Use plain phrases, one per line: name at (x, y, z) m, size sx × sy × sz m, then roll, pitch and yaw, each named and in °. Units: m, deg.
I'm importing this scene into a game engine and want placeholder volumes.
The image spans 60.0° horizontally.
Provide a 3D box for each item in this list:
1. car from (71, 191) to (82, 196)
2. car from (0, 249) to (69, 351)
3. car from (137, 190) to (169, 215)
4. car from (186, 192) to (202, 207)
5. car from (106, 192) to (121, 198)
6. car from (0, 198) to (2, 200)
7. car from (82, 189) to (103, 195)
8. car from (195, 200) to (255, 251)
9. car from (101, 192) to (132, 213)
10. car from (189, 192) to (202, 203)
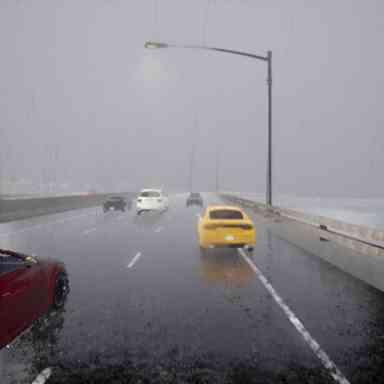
car at (-23.479, 0.546, 69.061) m, size 1.882 × 1.535 × 5.008 m, roll 0°, pitch 1°, yaw 2°
car at (-3.409, 1.490, 4.893) m, size 1.994 × 1.385 × 4.181 m, roll 0°, pitch 1°, yaw 0°
car at (-3.306, 0.813, 28.720) m, size 2.150 × 2.045 × 5.566 m, roll 0°, pitch 1°, yaw 1°
car at (0.320, 1.045, 39.322) m, size 1.895 × 1.301 × 4.718 m, roll 0°, pitch 1°, yaw 1°
car at (-16.436, 0.643, 70.163) m, size 1.895 × 1.301 × 4.718 m, roll 0°, pitch 1°, yaw 2°
car at (-17.505, 1.109, 27.700) m, size 1.837 × 1.490 × 4.892 m, roll 0°, pitch 1°, yaw 1°
car at (-19.997, 0.300, 68.479) m, size 2.150 × 2.045 × 5.566 m, roll 0°, pitch 1°, yaw 2°
car at (1.209, 1.286, 13.131) m, size 1.882 × 1.535 × 5.008 m, roll 0°, pitch 1°, yaw 0°
car at (-6.776, 1.068, 30.724) m, size 1.837 × 1.490 × 4.892 m, roll 0°, pitch 1°, yaw 1°
car at (0.515, 0.761, 51.455) m, size 1.882 × 1.535 × 5.008 m, roll 0°, pitch 1°, yaw 2°
